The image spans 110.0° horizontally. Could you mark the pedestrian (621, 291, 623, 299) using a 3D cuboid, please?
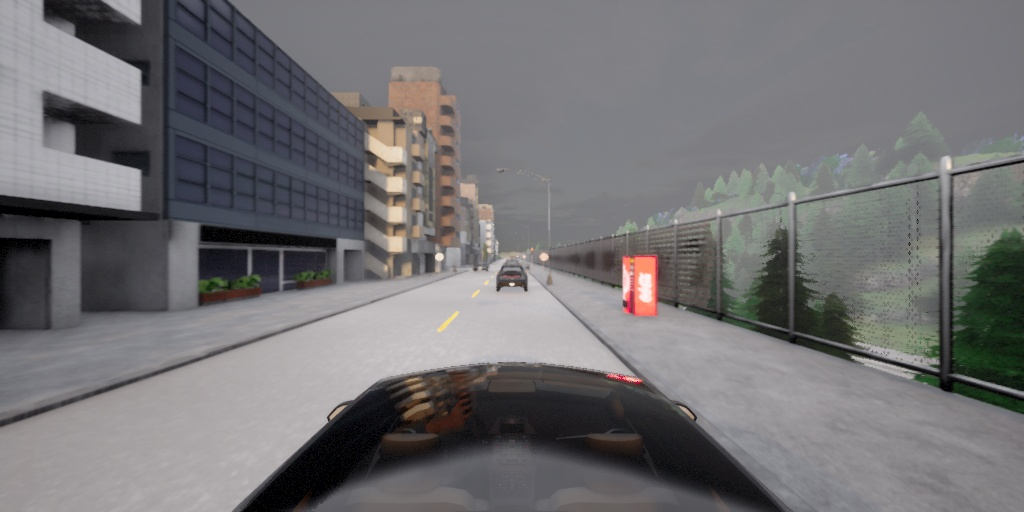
[{"bbox_3d":[4.268,1.340,13.174,0.500,1.100,0.500,0,0,0],"label":"pedestrian"}]

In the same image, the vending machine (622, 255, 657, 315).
[{"bbox_3d":[4.303,0.964,12.122,1.100,2.100,0.880,0,0,0],"label":"vending machine"}]

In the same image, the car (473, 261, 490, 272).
[{"bbox_3d":[-3.987,1.362,47.125,2.128,1.511,4.902,0,0,0],"label":"car"}]

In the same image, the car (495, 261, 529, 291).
[{"bbox_3d":[0.019,1.309,22.459,1.837,1.490,4.892,0,0,1],"label":"car"}]
